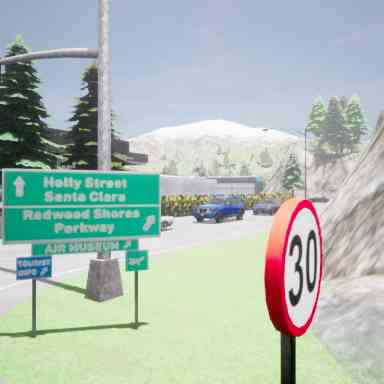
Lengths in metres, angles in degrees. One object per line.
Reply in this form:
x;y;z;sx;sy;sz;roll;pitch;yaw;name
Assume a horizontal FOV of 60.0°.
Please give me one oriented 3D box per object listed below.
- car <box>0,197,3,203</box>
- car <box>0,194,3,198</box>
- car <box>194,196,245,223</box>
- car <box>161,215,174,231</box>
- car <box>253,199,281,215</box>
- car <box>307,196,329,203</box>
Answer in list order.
-12.410;1.505;26.008;1.905;1.878;3.866;0;0;35;car
-38.725;1.490;69.883;4.514;1.523;2.007;0;0;35;car
2.431;1.413;27.877;2.150;2.045;5.566;0;0;36;car
-3.253;1.792;20.021;1.895;1.301;4.718;0;0;36;car
8.345;1.544;36.034;2.097;1.767;4.553;0;0;36;car
28.319;1.717;74.690;2.128;1.511;4.902;0;0;-42;car
